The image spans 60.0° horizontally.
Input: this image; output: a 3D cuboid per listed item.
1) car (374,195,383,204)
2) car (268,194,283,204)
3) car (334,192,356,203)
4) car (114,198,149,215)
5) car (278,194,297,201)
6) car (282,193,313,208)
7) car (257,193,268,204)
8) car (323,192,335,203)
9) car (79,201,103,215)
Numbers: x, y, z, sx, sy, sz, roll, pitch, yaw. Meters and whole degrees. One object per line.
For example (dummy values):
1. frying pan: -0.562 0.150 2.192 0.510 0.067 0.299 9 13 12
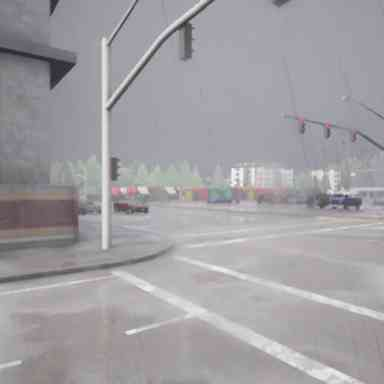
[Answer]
1. car: 31.938 1.263 55.208 3.806 1.475 1.970 0 0 -35
2. car: 14.608 1.266 53.541 3.905 1.438 1.784 0 0 -35
3. car: 36.371 0.983 79.091 3.866 1.878 1.905 0 0 -35
4. car: -5.970 1.390 32.636 1.882 1.535 5.008 0 0 -36
5. car: 20.468 1.231 71.341 3.905 1.438 1.784 0 0 -35
6. car: 16.282 1.297 51.179 3.806 1.475 1.970 0 0 -35
7. car: 13.014 1.055 55.701 4.605 1.855 1.932 0 0 -35
8. car: 34.706 1.223 81.459 3.806 1.475 1.970 0 0 -35
9. car: -10.245 1.522 32.587 1.895 1.301 4.718 0 0 -36
